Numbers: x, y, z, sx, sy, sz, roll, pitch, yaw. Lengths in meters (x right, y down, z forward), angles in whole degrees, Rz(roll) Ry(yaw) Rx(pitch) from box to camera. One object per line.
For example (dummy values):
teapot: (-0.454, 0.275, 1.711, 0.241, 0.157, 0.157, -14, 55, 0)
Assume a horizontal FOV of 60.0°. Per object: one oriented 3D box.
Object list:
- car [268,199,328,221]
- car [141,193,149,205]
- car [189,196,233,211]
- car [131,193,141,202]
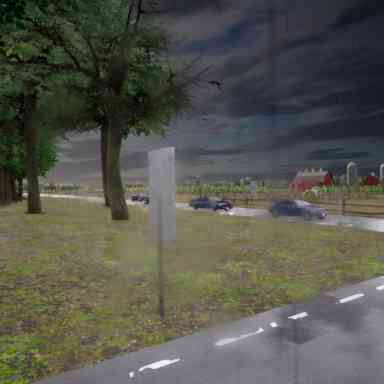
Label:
car: (7.903, 1.277, 25.233, 1.812, 1.442, 4.674, -1, 2, -35)
car: (-4.170, 0.784, 42.003, 2.097, 1.767, 4.553, -1, 1, -36)
car: (1.802, 1.130, 33.712, 2.033, 1.411, 5.357, -1, 2, -36)
car: (-8.066, 0.810, 52.362, 1.994, 1.385, 4.181, -1, 1, -35)
